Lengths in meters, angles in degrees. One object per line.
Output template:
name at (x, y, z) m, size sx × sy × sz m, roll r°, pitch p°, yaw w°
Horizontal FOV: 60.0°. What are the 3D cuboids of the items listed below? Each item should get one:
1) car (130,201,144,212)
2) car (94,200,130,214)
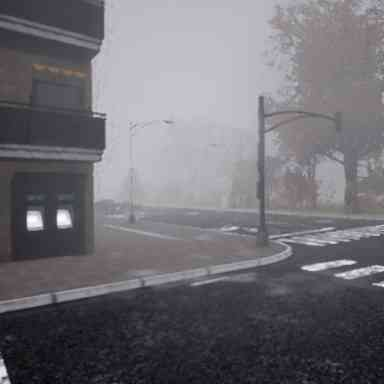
car at (-7.699, 1.707, 40.284) m, size 1.895 × 1.301 × 4.718 m, roll -1°, pitch 0°, yaw -38°
car at (-9.357, 1.635, 37.122) m, size 2.128 × 1.511 × 4.902 m, roll -1°, pitch 1°, yaw -38°
